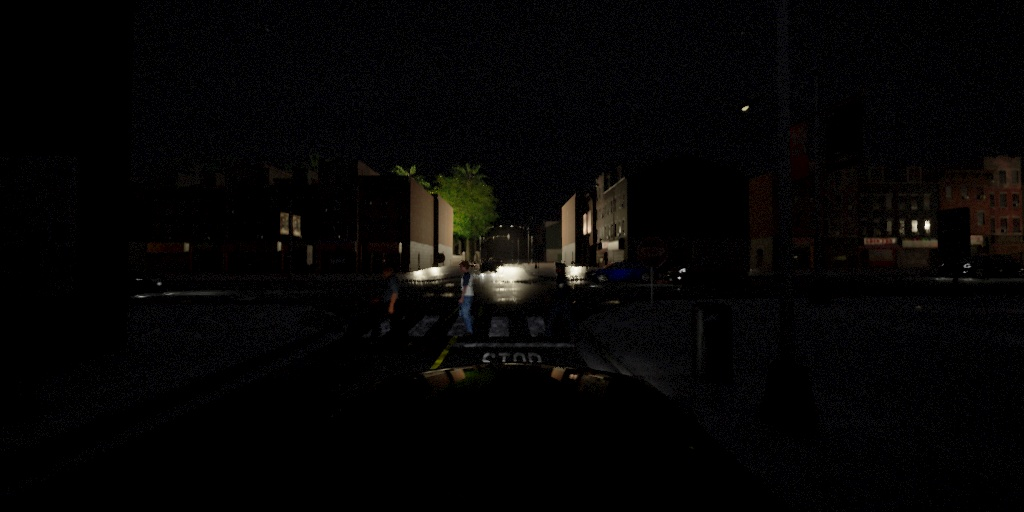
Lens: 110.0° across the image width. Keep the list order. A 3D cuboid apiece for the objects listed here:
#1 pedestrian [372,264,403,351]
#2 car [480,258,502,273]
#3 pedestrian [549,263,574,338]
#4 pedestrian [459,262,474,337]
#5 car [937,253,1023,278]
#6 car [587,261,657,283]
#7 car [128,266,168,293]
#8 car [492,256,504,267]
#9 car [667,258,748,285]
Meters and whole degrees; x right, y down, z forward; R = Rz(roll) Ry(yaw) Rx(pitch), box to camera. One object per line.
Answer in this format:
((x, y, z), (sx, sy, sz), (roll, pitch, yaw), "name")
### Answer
((-2.596, 1.036, 7.516), (0.375, 1.860, 0.375), (1, -1, 0), "pedestrian")
((-2.571, 1.215, 41.198), (2.033, 1.411, 5.357), (0, 0, 0), "car")
((1.110, 1.034, 8.115), (0.375, 1.860, 0.375), (1, -1, 0), "pedestrian")
((-1.104, 1.018, 8.715), (0.375, 1.860, 0.375), (1, -1, 0), "pedestrian")
((34.713, 0.696, 26.647), (4.553, 1.767, 2.097), (-1, -1, 0), "car")
((8.031, 1.182, 26.397), (5.008, 1.535, 1.882), (-1, -1, -1), "car")
((-21.577, 1.237, 19.413), (4.902, 1.511, 2.128), (0, -1, -1), "car")
((-2.548, 0.973, 60.897), (2.097, 1.767, 4.553), (0, 0, 0), "car")
((12.500, 0.933, 23.195), (4.553, 1.767, 2.097), (-1, -1, -1), "car")
